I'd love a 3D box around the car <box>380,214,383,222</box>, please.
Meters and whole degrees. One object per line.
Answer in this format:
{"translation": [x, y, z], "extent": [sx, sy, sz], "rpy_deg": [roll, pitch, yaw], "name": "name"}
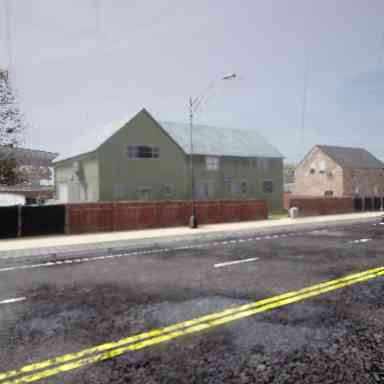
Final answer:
{"translation": [14.709, 1.473, 22.150], "extent": [5.357, 1.411, 2.033], "rpy_deg": [0, 0, -35], "name": "car"}
